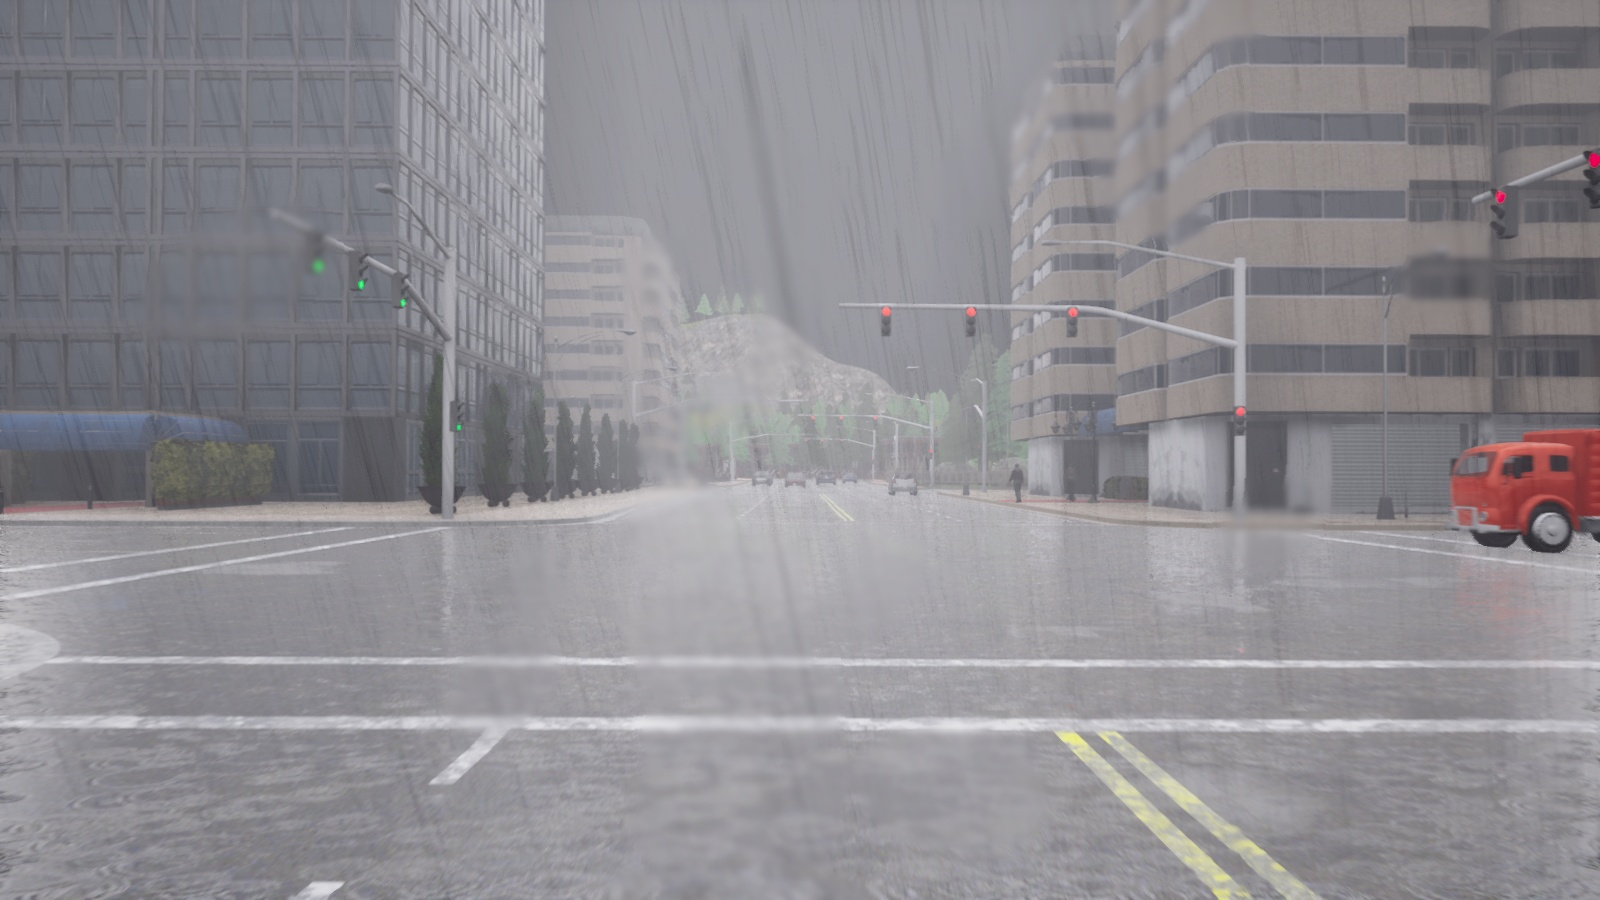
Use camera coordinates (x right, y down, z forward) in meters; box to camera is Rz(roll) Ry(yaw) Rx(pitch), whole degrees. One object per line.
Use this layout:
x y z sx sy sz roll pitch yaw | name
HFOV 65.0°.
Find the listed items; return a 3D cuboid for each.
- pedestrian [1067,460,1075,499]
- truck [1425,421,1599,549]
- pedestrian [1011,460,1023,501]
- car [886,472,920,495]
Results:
12.843 1.384 59.524 0.331 1.846 0.634 0 -1 8 | pedestrian
16.087 0.695 25.750 5.204 2.467 2.627 0 -1 -1 | truck
9.840 1.386 56.882 0.376 1.854 0.720 0 -1 -3 | pedestrian
6.713 2.177 82.126 1.845 1.501 3.633 0 -1 0 | car
